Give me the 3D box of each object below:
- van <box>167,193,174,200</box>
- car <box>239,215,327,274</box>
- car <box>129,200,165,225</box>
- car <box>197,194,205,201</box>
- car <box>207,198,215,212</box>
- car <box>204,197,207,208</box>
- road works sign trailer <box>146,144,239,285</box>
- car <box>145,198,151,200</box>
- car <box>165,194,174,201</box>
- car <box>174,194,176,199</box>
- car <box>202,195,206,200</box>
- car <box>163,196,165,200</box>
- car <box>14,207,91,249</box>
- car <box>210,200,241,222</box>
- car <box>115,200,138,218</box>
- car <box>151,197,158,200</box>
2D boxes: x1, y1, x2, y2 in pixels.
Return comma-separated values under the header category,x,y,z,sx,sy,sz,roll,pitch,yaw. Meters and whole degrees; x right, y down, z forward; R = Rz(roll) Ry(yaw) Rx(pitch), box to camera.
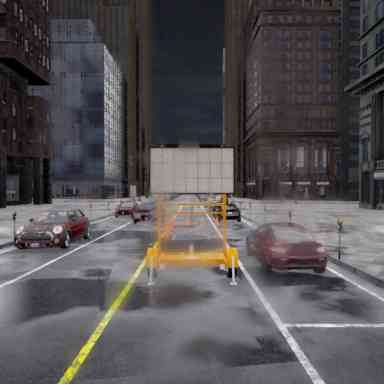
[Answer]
category,x,y,z,sx,sy,sz,roll,pitch,yaw
van,-5.880,1.170,90.208,1.690,1.788,3.998,-1,0,0
car,2.740,1.578,10.264,1.802,1.307,4.206,-1,0,0
car,-3.029,1.552,24.033,1.994,1.385,4.181,0,0,0
car,2.660,1.396,79.037,1.752,1.417,4.829,-1,0,0
car,2.716,1.547,31.076,1.947,1.339,4.313,-1,0,0
car,2.709,1.526,36.278,2.008,1.369,4.403,-1,0,0
road works sign trailer,-0.001,0.461,9.446,2.380,3.560,2.880,0,0,-1
car,-5.815,1.558,35.743,1.802,1.307,4.206,-1,0,0
car,-5.864,1.453,78.848,1.802,1.307,4.206,-1,0,0
car,-5.874,1.166,84.528,2.192,1.841,5.009,-1,0,0
car,2.697,1.482,46.853,1.752,1.417,4.829,-1,0,0
car,-5.834,1.512,51.878,1.947,1.339,4.313,-1,0,0
car,-5.792,1.434,14.231,1.967,1.590,4.097,-1,0,0
car,2.722,1.553,25.872,1.947,1.339,4.313,-1,0,0
car,-5.809,1.527,30.366,1.887,1.381,4.507,-1,0,0
car,-5.828,1.509,46.499,2.008,1.369,4.403,-1,0,0
